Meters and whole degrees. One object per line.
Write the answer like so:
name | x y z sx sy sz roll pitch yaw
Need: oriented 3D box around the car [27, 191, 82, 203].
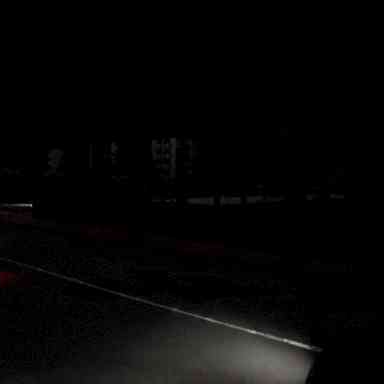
car | -14.533 0.591 36.157 2.033 1.411 5.357 2 1 38

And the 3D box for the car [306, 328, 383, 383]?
car | 3.115 1.497 1.761 4.892 1.490 1.837 -3 -2 36

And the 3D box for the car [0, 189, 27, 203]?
car | -19.465 0.414 35.494 2.128 1.511 4.902 2 1 38

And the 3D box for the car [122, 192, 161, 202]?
car | -5.455 0.791 36.284 1.837 1.490 4.892 2 1 37
